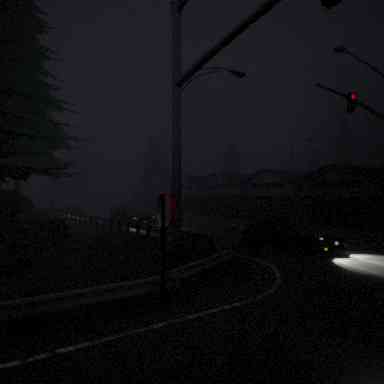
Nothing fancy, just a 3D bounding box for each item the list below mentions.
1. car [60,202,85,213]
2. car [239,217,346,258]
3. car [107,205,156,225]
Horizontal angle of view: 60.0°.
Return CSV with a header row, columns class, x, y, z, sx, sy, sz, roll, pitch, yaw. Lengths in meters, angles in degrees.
class,x,y,z,sx,sy,sz,roll,pitch,yaw
car,-13.917,1.790,38.724,1.895,1.301,4.718,0,0,-32
car,3.931,1.724,13.524,1.994,1.385,4.181,0,-2,-40
car,-4.800,1.739,25.543,2.033,1.411,5.357,0,0,-35
